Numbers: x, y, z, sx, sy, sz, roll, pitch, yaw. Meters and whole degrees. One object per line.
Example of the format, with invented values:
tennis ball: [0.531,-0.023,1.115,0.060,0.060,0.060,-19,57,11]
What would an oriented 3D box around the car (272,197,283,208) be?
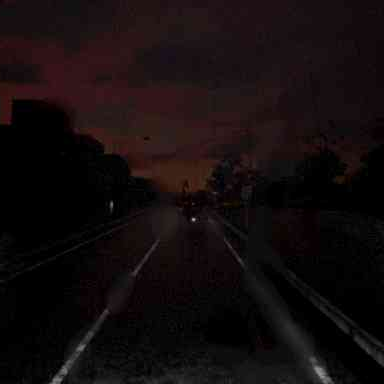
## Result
car: [18.433,1.901,62.156,5.566,2.045,2.435,0,-2,-1]

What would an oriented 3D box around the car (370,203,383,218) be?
car: [18.686,1.650,30.187,4.674,1.452,2.002,0,0,0]

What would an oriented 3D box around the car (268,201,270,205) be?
car: [18.364,2.090,67.614,5.566,2.045,2.435,0,-2,-1]

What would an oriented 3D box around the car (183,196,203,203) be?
car: [0.098,1.441,40.115,2.150,2.045,5.566,0,0,0]

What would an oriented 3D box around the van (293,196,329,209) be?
van: [18.434,1.636,50.984,4.442,1.987,1.878,0,-1,0]

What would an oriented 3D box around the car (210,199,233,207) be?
car: [6.129,2.284,69.624,4.553,1.767,2.185,0,-2,-1]

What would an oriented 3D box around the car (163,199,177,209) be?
car: [-3.353,1.910,51.997,1.837,1.490,4.892,0,-2,0]

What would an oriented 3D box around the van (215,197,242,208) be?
van: [6.346,1.791,57.489,4.442,1.987,1.878,0,-2,0]

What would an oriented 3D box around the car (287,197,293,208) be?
car: [18.713,1.921,53.775,5.366,1.575,1.946,0,-1,0]

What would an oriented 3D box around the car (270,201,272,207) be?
car: [18.420,2.248,64.938,4.892,1.521,2.231,0,-2,-1]

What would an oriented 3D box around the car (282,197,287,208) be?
car: [18.692,1.987,56.435,5.366,1.575,1.946,0,-2,0]

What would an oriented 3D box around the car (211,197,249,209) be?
car: [6.093,1.868,51.528,5.366,1.575,1.946,0,-1,0]

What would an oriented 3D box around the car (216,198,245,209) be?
car: [6.285,1.811,54.450,4.553,1.767,2.185,0,-1,0]

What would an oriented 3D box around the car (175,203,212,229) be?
car: [0.101,1.687,22.467,1.994,1.385,4.181,0,0,0]

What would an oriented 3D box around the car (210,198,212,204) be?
car: [6.202,1.949,63.679,5.566,2.045,2.435,0,-2,-1]
